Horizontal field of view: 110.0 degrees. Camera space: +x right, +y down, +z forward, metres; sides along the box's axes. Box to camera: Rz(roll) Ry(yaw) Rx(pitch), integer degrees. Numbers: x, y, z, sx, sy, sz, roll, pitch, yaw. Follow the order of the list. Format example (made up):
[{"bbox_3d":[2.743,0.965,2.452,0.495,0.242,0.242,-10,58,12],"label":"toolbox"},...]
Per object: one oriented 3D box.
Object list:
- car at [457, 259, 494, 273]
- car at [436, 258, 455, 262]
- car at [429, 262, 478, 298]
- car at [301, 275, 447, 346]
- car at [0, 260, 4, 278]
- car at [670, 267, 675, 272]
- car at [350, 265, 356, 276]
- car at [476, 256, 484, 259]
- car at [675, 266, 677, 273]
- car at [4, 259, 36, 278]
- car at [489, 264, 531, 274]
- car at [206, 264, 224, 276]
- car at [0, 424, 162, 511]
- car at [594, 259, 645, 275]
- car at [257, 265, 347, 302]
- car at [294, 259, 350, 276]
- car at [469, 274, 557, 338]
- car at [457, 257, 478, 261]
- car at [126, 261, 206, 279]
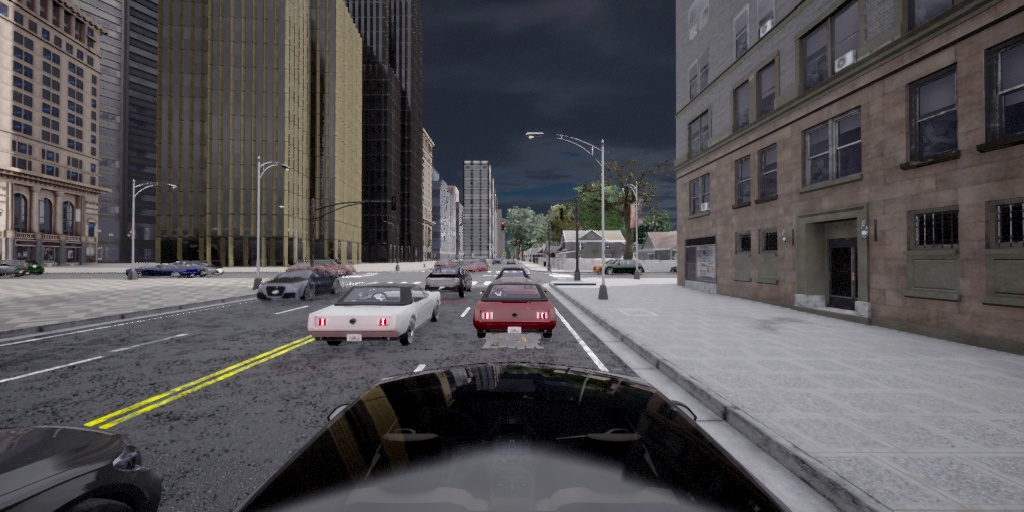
[{"bbox_3d":[-4.331,1.345,43.254,1.994,1.385,4.181,1,0,25],"label":"car"},{"bbox_3d":[-9.968,1.105,52.593,2.097,1.767,4.553,0,0,0],"label":"car"},{"bbox_3d":[-3.192,1.243,18.682,2.128,1.511,4.902,0,0,0],"label":"car"},{"bbox_3d":[-3.173,1.352,9.428,1.895,1.301,4.718,0,0,0],"label":"car"},{"bbox_3d":[-45.571,1.181,29.100,5.008,1.535,1.882,0,-1,-6],"label":"car"},{"bbox_3d":[21.115,1.353,41.158,5.357,1.411,2.033,0,-1,0],"label":"car"},{"bbox_3d":[-17.586,1.095,34.738,4.553,1.767,2.097,0,-1,-6],"label":"car"},{"bbox_3d":[-6.715,1.258,64.556,1.837,1.490,4.892,0,0,0],"label":"car"},{"bbox_3d":[20.476,1.264,37.910,4.902,1.511,2.128,0,-1,0],"label":"car"},{"bbox_3d":[-46.931,1.242,32.212,4.892,1.490,1.837,0,-1,-7],"label":"car"},{"bbox_3d":[0.055,1.316,18.904,1.994,1.385,4.181,0,0,0],"label":"car"},{"bbox_3d":[-30.032,1.230,33.779,4.902,1.511,2.128,0,-1,-4],"label":"car"},{"bbox_3d":[-3.143,1.275,0.286,1.812,1.442,4.674,0,0,0],"label":"car"},{"bbox_3d":[11.519,1.124,37.947,4.553,1.767,2.097,0,-1,0],"label":"car"},{"bbox_3d":[-9.890,1.315,16.981,1.994,1.385,4.181,0,0,0],"label":"car"},{"bbox_3d":[-16.900,1.228,30.806,4.674,1.442,1.812,0,-1,3],"label":"car"},{"bbox_3d":[0.061,1.351,10.147,1.895,1.301,4.718,0,0,0],"label":"car"},{"bbox_3d":[-6.717,1.258,54.417,1.837,1.490,4.892,0,0,0],"label":"car"},{"bbox_3d":[-29.571,1.308,30.561,4.718,1.301,1.895,0,-1,-4],"label":"car"}]
